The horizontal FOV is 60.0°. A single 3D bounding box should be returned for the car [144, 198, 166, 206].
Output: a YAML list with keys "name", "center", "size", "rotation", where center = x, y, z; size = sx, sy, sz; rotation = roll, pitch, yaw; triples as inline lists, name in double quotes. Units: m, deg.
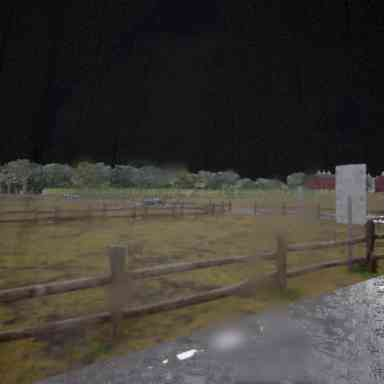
- name: "car"
  center: [-6.630, 1.745, 58.562]
  size: [2.033, 1.411, 5.357]
  rotation: [-1, 1, -35]
